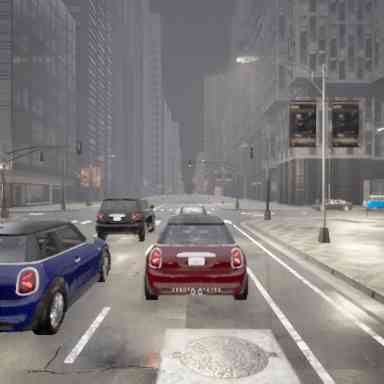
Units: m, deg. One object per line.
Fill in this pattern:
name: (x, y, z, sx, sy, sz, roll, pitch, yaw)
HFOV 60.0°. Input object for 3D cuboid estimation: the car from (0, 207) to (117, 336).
car: (-3.163, 1.353, 6.842, 2.097, 1.767, 4.553, 0, 0, 0)

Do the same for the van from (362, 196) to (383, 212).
van: (21.416, 1.297, 37.537, 3.998, 1.788, 1.690, 0, 0, 0)

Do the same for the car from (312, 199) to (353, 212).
car: (15.798, 1.518, 37.549, 4.403, 1.369, 2.008, 0, 0, 0)

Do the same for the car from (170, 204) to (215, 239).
car: (0.061, 1.495, 18.389, 2.128, 1.511, 4.902, 0, 0, 1)

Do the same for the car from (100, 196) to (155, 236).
car: (-3.185, 1.225, 16.800, 2.150, 2.045, 5.566, 0, 0, 0)

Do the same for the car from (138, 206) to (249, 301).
car: (0.082, 1.352, 8.496, 2.097, 1.767, 4.553, 0, 0, 0)
